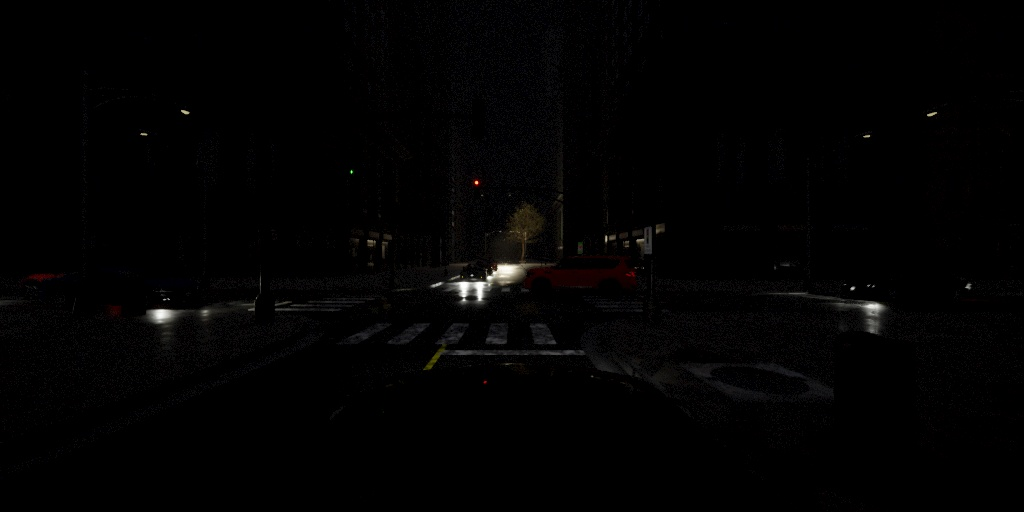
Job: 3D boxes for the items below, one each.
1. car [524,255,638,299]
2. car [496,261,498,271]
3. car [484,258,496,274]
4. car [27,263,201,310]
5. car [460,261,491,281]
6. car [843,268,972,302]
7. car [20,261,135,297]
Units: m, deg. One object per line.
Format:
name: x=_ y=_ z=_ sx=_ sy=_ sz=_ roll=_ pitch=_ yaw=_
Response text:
car: x=3.449 y=0.985 z=18.253 sx=5.566 sy=2.045 sz=2.150 roll=0 pitch=1 yaw=18
car: x=-3.061 y=1.116 z=48.321 sx=2.097 sy=1.767 sz=4.553 roll=0 pitch=0 yaw=0
car: x=-3.077 y=1.232 z=38.676 sx=1.882 sy=1.535 sz=5.008 roll=0 pitch=0 yaw=0
car: x=-14.903 y=1.176 z=13.820 sx=5.008 sy=1.535 sz=1.882 roll=0 pitch=0 yaw=2
car: x=-3.082 y=1.314 z=29.605 sx=1.994 sy=1.385 sz=4.181 roll=0 pitch=0 yaw=0
car: x=18.588 y=1.317 z=16.997 sx=4.892 sy=1.490 sz=1.837 roll=1 pitch=0 yaw=0
car: x=-20.064 y=1.040 z=17.040 sx=4.553 sy=1.767 sz=2.097 roll=0 pitch=0 yaw=0
